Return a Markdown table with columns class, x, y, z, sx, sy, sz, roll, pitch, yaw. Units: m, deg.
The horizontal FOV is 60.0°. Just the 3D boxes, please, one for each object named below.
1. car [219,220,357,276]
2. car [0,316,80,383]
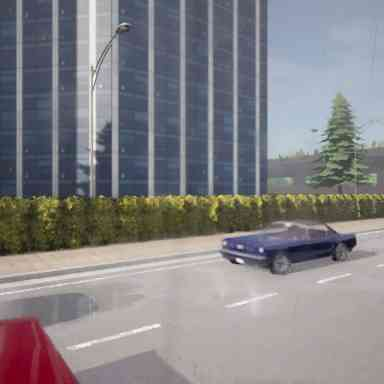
| class | x | y | z | sx | sy | sz | roll | pitch | yaw |
| --- | --- | --- | --- | --- | --- | --- | --- | --- | --- |
| car | 3.133 | 1.601 | 10.530 | 4.718 | 1.301 | 1.895 | 0 | 0 | -36 |
| car | -3.134 | 1.601 | 1.739 | 4.718 | 1.301 | 1.895 | 0 | 0 | -36 |
